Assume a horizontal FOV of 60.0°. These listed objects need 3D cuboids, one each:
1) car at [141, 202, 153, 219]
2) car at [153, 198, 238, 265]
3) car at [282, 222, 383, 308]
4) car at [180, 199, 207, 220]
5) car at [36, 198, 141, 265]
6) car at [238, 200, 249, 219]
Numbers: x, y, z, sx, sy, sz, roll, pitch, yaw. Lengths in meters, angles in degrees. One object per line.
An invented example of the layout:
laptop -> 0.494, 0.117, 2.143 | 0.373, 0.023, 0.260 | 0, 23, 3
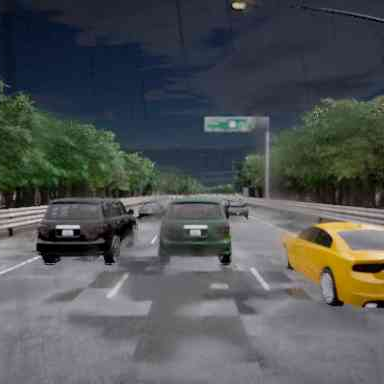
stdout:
car -> -3.399, 1.520, 28.771 | 1.994, 1.385, 4.181 | 0, 0, 0
car -> 0.100, 1.200, 11.793 | 2.150, 2.045, 5.566 | 0, 0, 0
car -> 3.597, 1.462, 7.962 | 1.882, 1.535, 5.008 | 0, 0, 0
car -> 0.100, 1.448, 28.292 | 2.128, 1.511, 4.902 | 0, 0, 0
car -> -3.400, 1.200, 11.784 | 2.150, 2.045, 5.566 | 0, 0, 0
car -> 3.600, 1.448, 28.275 | 2.128, 1.511, 4.902 | 0, 0, 0
